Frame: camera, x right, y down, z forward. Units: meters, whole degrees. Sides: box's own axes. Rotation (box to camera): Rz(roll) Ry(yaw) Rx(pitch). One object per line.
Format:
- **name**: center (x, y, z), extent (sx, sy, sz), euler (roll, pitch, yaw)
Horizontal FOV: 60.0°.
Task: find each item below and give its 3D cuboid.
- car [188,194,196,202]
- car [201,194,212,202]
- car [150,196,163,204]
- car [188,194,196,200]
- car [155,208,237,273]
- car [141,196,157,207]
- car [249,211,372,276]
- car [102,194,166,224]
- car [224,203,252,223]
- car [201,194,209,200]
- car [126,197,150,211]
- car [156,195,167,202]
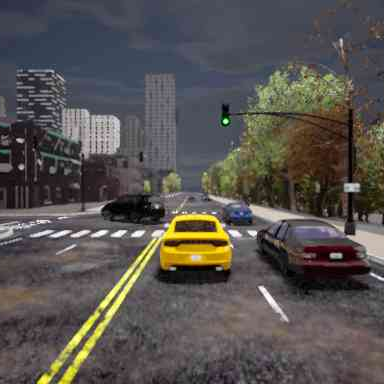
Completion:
- **car**: center (0.017, 1.380, 72.447), extent (2.128, 1.511, 4.902), euler (0, 0, 0)
- **car**: center (3.267, 1.450, 72.894), extent (1.895, 1.301, 4.718), euler (0, 0, 0)
- **car**: center (-6.485, 1.450, 60.655), extent (1.994, 1.385, 4.181), euler (0, 0, 0)
- **car**: center (0.020, 1.199, 82.866), extent (2.128, 1.511, 4.902), euler (0, 0, 0)
- **car**: center (0.101, 1.459, 10.643), extent (1.882, 1.535, 5.008), euler (0, 0, 0)
- **car**: center (-6.557, 1.410, 50.918), extent (1.837, 1.490, 4.892), euler (0, 0, 1)
- **car**: center (3.356, 1.530, 10.282), extent (2.033, 1.411, 5.357), euler (0, 0, 0)
- **car**: center (-4.478, 1.176, 25.015), extent (5.566, 2.045, 2.150), euler (0, -1, 41)
- **car**: center (3.355, 1.504, 25.026), extent (2.033, 1.411, 5.357), euler (0, 0, 0)
- **car**: center (3.271, 1.174, 82.865), extent (1.837, 1.490, 4.892), euler (0, 0, 0)
- **car**: center (-6.596, 1.416, 41.444), extent (2.128, 1.511, 4.902), euler (0, 0, 1)
- **car**: center (-6.481, 1.405, 71.078), extent (2.033, 1.411, 5.357), euler (0, 0, 0)
